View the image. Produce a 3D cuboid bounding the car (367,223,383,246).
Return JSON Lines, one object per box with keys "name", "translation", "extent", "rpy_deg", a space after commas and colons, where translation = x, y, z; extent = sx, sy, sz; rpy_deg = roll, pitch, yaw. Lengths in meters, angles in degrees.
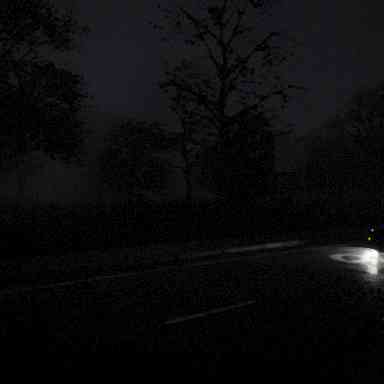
{"name": "car", "translation": [9.157, 1.555, 13.615], "extent": [4.181, 1.385, 1.994], "rpy_deg": [0, 0, -29]}
